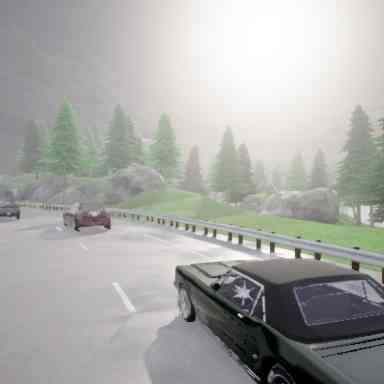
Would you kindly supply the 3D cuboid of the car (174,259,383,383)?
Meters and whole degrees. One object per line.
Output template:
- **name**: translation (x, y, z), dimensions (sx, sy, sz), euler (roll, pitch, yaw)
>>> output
- **car**: translation (1.227, 1.601, 4.607), dimensions (1.895, 1.301, 4.718), euler (0, 0, -20)

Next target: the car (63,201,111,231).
- **car**: translation (-6.684, 1.351, 20.863), dimensions (2.097, 1.767, 4.553), euler (0, 0, -31)

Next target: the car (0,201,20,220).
- **car**: translation (-15.650, 1.488, 27.575), dimensions (2.128, 1.511, 4.902), euler (0, 0, -39)
